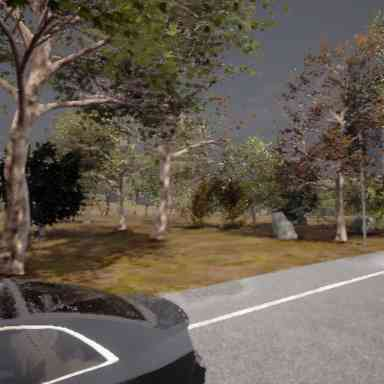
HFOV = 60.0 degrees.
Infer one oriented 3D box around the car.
[{"bbox_3d":[-2.161,1.507,2.115,4.892,1.490,1.837,0,0,-35],"label":"car"}]
